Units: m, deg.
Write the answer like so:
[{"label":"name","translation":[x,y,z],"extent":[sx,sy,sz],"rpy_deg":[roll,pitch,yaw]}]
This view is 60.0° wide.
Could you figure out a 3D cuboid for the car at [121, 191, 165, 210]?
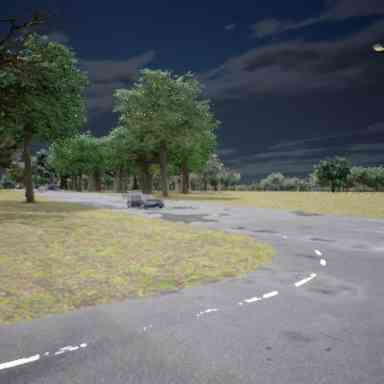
[{"label":"car","translation":[-4.738,0.959,32.984],"extent":[2.033,1.411,5.357],"rpy_deg":[-1,2,-36]}]

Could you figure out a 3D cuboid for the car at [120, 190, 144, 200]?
[{"label":"car","translation":[-9.408,0.422,51.697],"extent":[1.895,1.301,4.718],"rpy_deg":[-1,2,-35]}]

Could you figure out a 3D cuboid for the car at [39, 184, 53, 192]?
[{"label":"car","translation":[-38.605,-0.704,86.848],"extent":[2.128,1.511,4.902],"rpy_deg":[-1,2,-33]}]
